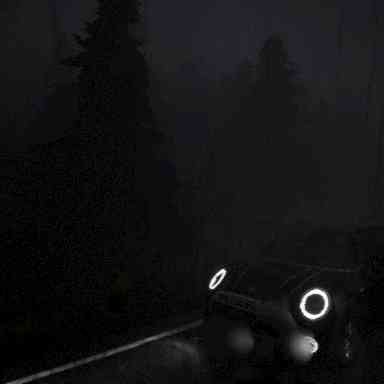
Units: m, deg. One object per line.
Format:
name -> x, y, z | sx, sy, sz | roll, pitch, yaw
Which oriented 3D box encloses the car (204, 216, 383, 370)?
car -> 2.303, 1.349, 5.906 | 4.553, 1.767, 2.097 | 0, 0, -44
